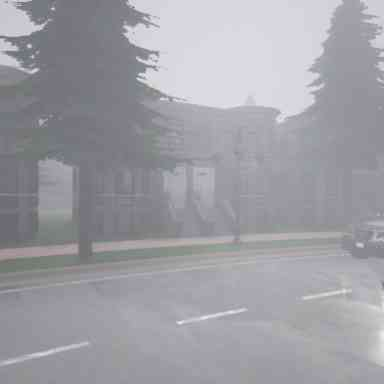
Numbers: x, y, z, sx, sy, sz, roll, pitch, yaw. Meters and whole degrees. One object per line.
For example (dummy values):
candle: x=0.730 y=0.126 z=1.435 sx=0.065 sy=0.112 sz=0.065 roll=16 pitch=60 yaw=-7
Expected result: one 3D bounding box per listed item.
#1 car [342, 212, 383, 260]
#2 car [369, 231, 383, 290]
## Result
car: x=7.861 y=1.338 z=11.296 sx=5.566 sy=2.045 sz=2.150 roll=1 pitch=0 yaw=-19
car: x=6.734 y=1.641 z=7.214 sx=5.357 sy=1.411 sz=2.033 roll=1 pitch=0 yaw=-22
